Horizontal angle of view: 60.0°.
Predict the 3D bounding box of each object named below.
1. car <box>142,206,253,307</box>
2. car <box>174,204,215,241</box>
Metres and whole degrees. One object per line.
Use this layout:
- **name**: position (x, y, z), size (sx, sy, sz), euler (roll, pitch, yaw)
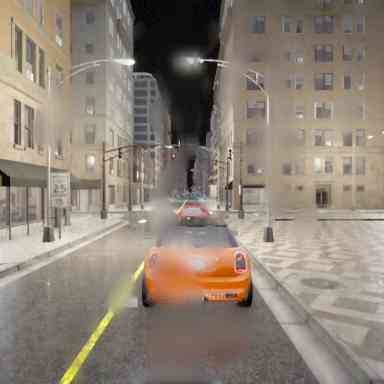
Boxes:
- **car**: position (0.095, 1.352, 8.133), size (2.097, 1.767, 4.553), euler (0, 0, 0)
- **car**: position (0.098, 1.477, 17.734), size (1.882, 1.535, 5.008), euler (0, 0, 0)
